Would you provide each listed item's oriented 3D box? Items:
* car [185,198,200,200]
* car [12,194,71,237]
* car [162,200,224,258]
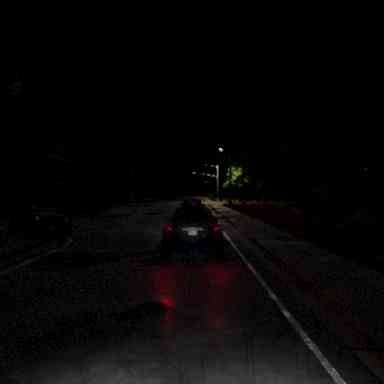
[{"bbox_3d":[0.047,1.339,27.942,2.097,1.767,4.553,0,0,1],"label":"car"},{"bbox_3d":[-7.662,1.137,16.849,1.905,1.878,3.866,8,-3,-42],"label":"car"},{"bbox_3d":[0.054,1.346,12.924,2.097,1.767,4.553,0,0,1],"label":"car"}]
